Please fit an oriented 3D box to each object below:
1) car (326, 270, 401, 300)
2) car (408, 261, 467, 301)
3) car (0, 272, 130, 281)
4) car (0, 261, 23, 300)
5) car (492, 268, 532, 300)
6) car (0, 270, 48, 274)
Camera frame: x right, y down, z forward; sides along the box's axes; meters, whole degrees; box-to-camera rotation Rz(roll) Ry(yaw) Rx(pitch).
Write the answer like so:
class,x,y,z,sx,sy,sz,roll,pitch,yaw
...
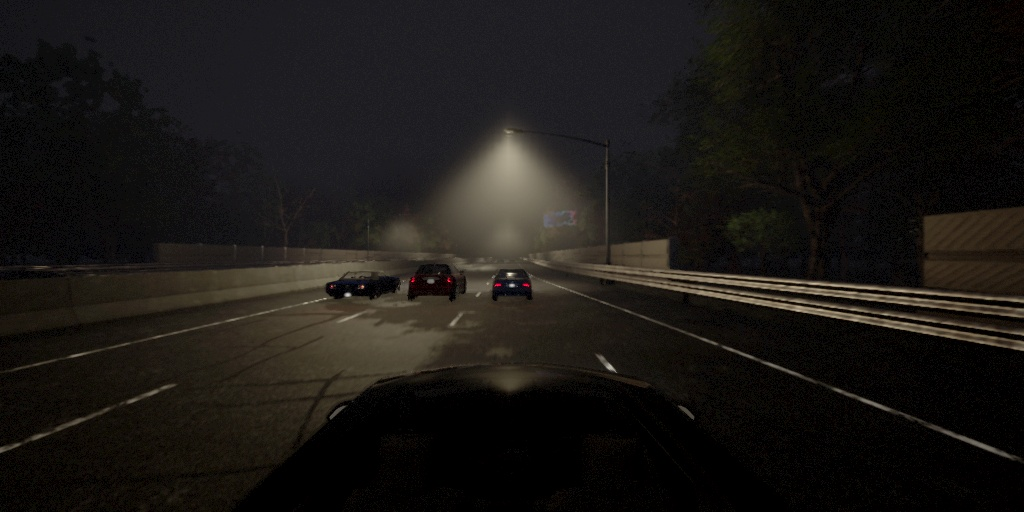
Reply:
class,x,y,z,sx,sy,sz,roll,pitch,yaw
car,-6.999,1.358,17.514,1.895,1.301,4.718,0,0,0
car,-3.500,1.109,17.603,2.097,1.767,4.553,0,0,0
car,-17.500,1.408,14.866,1.895,1.301,4.718,0,0,0
car,-24.500,1.118,14.926,2.097,1.767,4.553,0,0,0
car,0.000,1.305,17.790,2.033,1.411,5.357,0,0,0
car,-21.000,1.318,14.896,1.812,1.442,4.674,0,0,0
